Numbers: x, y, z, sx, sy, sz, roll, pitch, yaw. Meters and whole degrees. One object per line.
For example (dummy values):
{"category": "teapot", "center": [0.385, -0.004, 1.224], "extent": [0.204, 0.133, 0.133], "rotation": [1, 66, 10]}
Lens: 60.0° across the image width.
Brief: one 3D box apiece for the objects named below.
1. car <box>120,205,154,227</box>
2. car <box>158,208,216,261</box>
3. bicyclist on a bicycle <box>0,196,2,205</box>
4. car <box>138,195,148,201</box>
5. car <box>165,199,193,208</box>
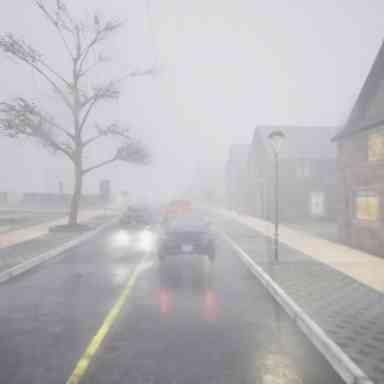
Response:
{"category": "car", "center": [-3.627, 1.550, 22.344], "extent": [1.895, 1.301, 4.718], "rotation": [0, 0, -3]}
{"category": "car", "center": [-0.211, 1.499, 12.037], "extent": [1.812, 1.442, 4.674], "rotation": [0, -1, -2]}
{"category": "bicyclist on a bicycle", "center": [-23.724, 0.789, 40.546], "extent": [0.582, 1.620, 1.656], "rotation": [1, 0, 5]}
{"category": "car", "center": [-11.061, 1.370, 74.754], "extent": [1.994, 1.385, 4.181], "rotation": [0, 0, -12]}
{"category": "car", "center": [-0.960, 1.295, 25.203], "extent": [2.097, 1.767, 4.553], "rotation": [0, 0, -4]}
